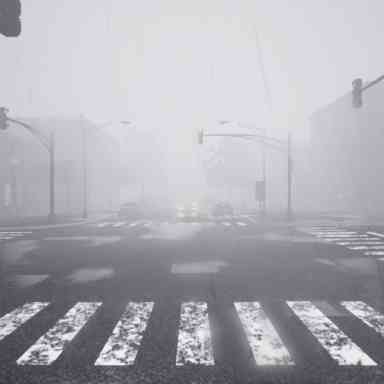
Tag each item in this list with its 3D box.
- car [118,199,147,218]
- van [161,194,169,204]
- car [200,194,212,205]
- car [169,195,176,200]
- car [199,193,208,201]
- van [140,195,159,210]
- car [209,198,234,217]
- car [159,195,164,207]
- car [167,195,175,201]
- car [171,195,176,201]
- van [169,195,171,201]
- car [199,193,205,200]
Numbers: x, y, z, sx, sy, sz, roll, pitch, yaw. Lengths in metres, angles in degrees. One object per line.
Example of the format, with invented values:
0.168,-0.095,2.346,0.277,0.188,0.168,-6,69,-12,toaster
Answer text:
-5.580,1.576,30.392,1.802,1.307,4.206,0,0,0,car
-5.480,1.329,58.123,1.690,1.788,3.998,0,0,0,van
2.903,1.539,58.092,2.008,1.369,4.403,-1,0,0,car
-5.355,1.561,91.400,1.802,1.307,4.206,0,0,0,car
3.003,1.296,85.823,2.192,1.841,5.009,-1,0,0,car
-5.541,1.333,41.484,1.690,1.788,3.998,0,0,0,van
2.800,1.520,30.531,1.752,1.417,4.829,-1,0,0,car
-5.519,1.535,47.031,1.887,1.381,4.507,0,0,0,car
-5.375,1.526,85.854,1.887,1.381,4.507,0,0,0,car
-5.396,1.548,80.308,1.947,1.339,4.313,0,0,0,car
-5.459,1.328,63.669,1.690,1.788,3.998,0,0,0,van
2.964,1.550,74.730,1.947,1.339,4.313,-1,0,0,car
